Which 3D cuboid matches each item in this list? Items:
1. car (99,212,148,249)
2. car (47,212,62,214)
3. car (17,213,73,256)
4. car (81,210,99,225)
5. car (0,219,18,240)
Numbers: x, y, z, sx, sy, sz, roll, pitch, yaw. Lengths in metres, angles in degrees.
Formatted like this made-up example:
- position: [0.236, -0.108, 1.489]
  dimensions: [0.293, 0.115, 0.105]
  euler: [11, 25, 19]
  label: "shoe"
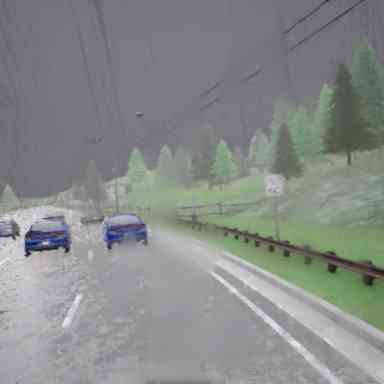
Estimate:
- position: [-3.533, 1.848, 17.037]
  dimensions: [1.882, 1.535, 5.008]
  euler: [-4, 0, -18]
  label: "car"
- position: [-13.655, 2.700, 33.073]
  dimensions: [1.882, 1.535, 5.008]
  euler: [-4, 0, -24]
  label: "car"
- position: [-7.065, 2.106, 16.629]
  dimensions: [1.882, 1.535, 5.008]
  euler: [-4, 0, -18]
  label: "car"
- position: [-10.022, 2.521, 33.482]
  dimensions: [1.994, 1.385, 4.181]
  euler: [-4, 0, -24]
  label: "car"
- position: [-13.519, 2.701, 23.964]
  dimensions: [2.033, 1.411, 5.357]
  euler: [-4, 0, -23]
  label: "car"
